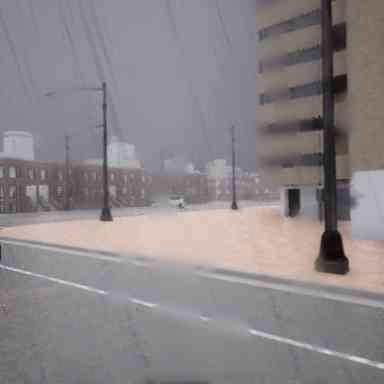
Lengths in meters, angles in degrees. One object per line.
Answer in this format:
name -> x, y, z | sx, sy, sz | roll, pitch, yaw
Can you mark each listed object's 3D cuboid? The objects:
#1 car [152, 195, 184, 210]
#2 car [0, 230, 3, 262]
car -> -3.424, 1.538, 49.070 | 2.150, 2.045, 5.566 | -2, -1, 37
car -> -7.470, 1.257, 9.282 | 5.566, 2.045, 2.150 | -1, 0, 36
